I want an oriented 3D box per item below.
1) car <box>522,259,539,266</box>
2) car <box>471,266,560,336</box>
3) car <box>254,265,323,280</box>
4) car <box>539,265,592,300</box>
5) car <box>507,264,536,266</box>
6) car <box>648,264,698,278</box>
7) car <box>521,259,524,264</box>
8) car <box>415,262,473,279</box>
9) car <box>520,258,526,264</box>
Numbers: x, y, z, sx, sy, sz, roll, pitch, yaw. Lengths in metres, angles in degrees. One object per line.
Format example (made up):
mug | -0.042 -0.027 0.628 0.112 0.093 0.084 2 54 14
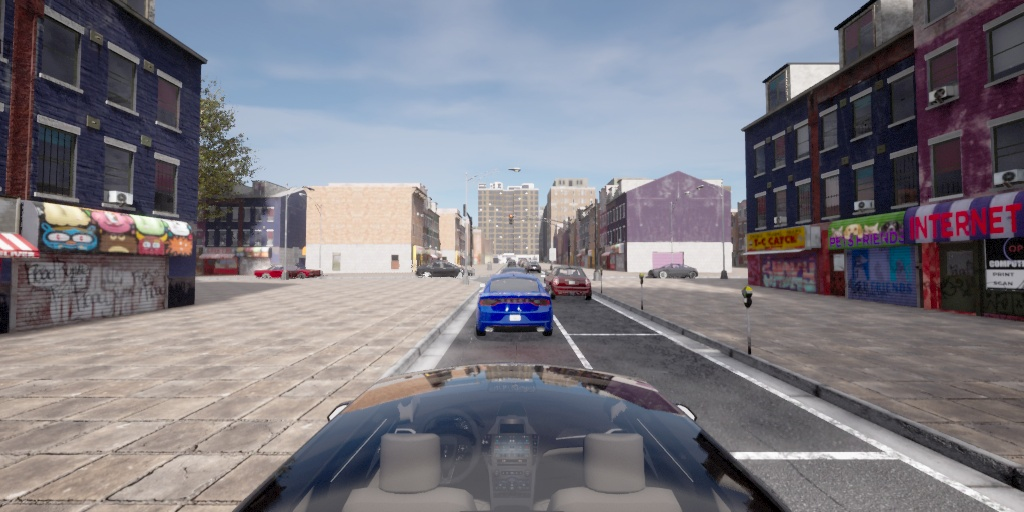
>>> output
car | 2.634 1.420 44.566 1.948 1.339 4.313 0 0 0
car | 0.039 1.233 10.489 1.882 1.535 5.008 0 0 -1
car | -18.543 1.412 29.911 4.718 1.301 1.895 0 -2 0
car | 2.635 1.206 17.822 1.967 1.591 4.097 0 0 0
car | 0.098 1.292 18.022 1.812 1.442 4.674 0 0 0
car | 14.605 1.379 32.653 4.181 1.385 1.994 0 -2 0
car | 2.633 1.452 50.002 1.948 1.339 4.313 0 0 0
car | -5.723 1.266 30.515 4.892 1.490 1.837 0 -2 -7
car | 2.633 1.448 55.609 1.751 1.417 4.829 0 0 0
